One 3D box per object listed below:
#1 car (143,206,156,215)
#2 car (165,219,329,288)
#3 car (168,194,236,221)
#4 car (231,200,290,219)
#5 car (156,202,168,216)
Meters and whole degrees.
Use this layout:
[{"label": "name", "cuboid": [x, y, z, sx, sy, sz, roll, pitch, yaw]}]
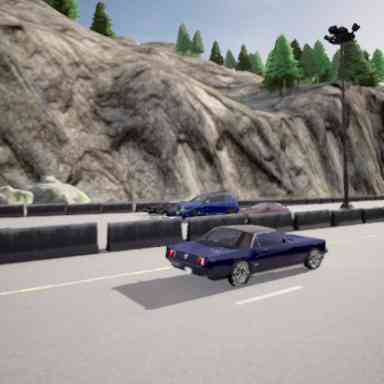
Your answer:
[{"label": "car", "cuboid": [-2.296, 1.580, 32.356, 4.718, 1.301, 1.895, 0, 0, -35]}, {"label": "car", "cuboid": [1.721, 1.592, 9.269, 4.718, 1.301, 1.895, 0, 0, -35]}, {"label": "car", "cuboid": [1.211, 1.202, 26.268, 5.566, 2.045, 2.150, 0, 0, -35]}, {"label": "car", "cuboid": [5.487, 1.501, 24.984, 4.674, 1.442, 1.812, 0, 0, -35]}, {"label": "car", "cuboid": [-0.097, 1.526, 29.622, 5.357, 1.411, 2.033, 0, 0, -35]}]
